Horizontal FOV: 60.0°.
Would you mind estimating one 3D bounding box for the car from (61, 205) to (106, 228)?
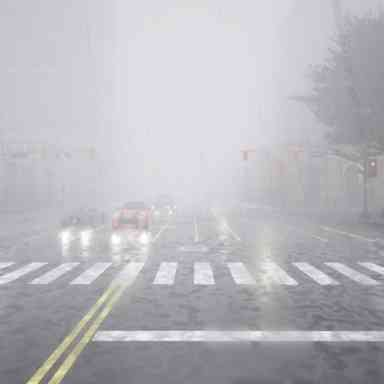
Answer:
[{"bbox_3d":[-7.095,1.564,22.105,1.994,1.385,4.181,0,0,0],"label":"car"}]

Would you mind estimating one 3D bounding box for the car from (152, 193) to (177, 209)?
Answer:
[{"bbox_3d":[-3.595,1.222,44.431,2.150,2.045,5.566,0,0,0],"label":"car"}]

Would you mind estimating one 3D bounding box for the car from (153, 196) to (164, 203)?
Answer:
[{"bbox_3d":[-6.911,1.553,68.988,1.994,1.385,4.181,0,0,1],"label":"car"}]

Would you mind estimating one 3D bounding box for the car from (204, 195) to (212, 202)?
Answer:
[{"bbox_3d":[3.691,1.525,78.514,2.128,1.511,4.902,0,0,1],"label":"car"}]

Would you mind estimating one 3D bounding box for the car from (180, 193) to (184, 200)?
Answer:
[{"bbox_3d":[-3.380,1.540,71.914,2.033,1.411,5.357,0,0,1],"label":"car"}]

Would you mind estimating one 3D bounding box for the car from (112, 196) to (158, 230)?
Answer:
[{"bbox_3d":[-3.596,1.352,20.992,2.097,1.767,4.553,0,0,0],"label":"car"}]

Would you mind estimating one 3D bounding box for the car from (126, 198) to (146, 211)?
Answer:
[{"bbox_3d":[-7.092,1.525,42.369,1.812,1.442,4.674,0,0,0],"label":"car"}]

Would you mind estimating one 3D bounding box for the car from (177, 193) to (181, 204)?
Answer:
[{"bbox_3d":[-3.561,1.492,59.627,2.128,1.511,4.902,0,0,0],"label":"car"}]
